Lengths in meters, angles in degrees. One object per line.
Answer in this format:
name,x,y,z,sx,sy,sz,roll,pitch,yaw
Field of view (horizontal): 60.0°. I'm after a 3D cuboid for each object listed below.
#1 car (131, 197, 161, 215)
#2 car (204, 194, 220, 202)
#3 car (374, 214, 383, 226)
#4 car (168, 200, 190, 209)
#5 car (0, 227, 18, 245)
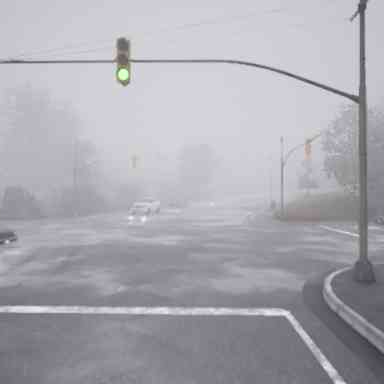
car,-5.643,1.675,41.359,2.150,2.045,5.566,0,0,14
car,4.105,1.169,66.145,1.837,1.490,4.892,0,4,27
car,15.420,1.839,23.829,4.181,1.385,1.994,-1,-1,2
car,-2.021,1.869,52.509,1.895,1.301,4.718,0,2,20
car,-10.459,1.724,14.246,5.357,1.411,2.033,0,-1,2
